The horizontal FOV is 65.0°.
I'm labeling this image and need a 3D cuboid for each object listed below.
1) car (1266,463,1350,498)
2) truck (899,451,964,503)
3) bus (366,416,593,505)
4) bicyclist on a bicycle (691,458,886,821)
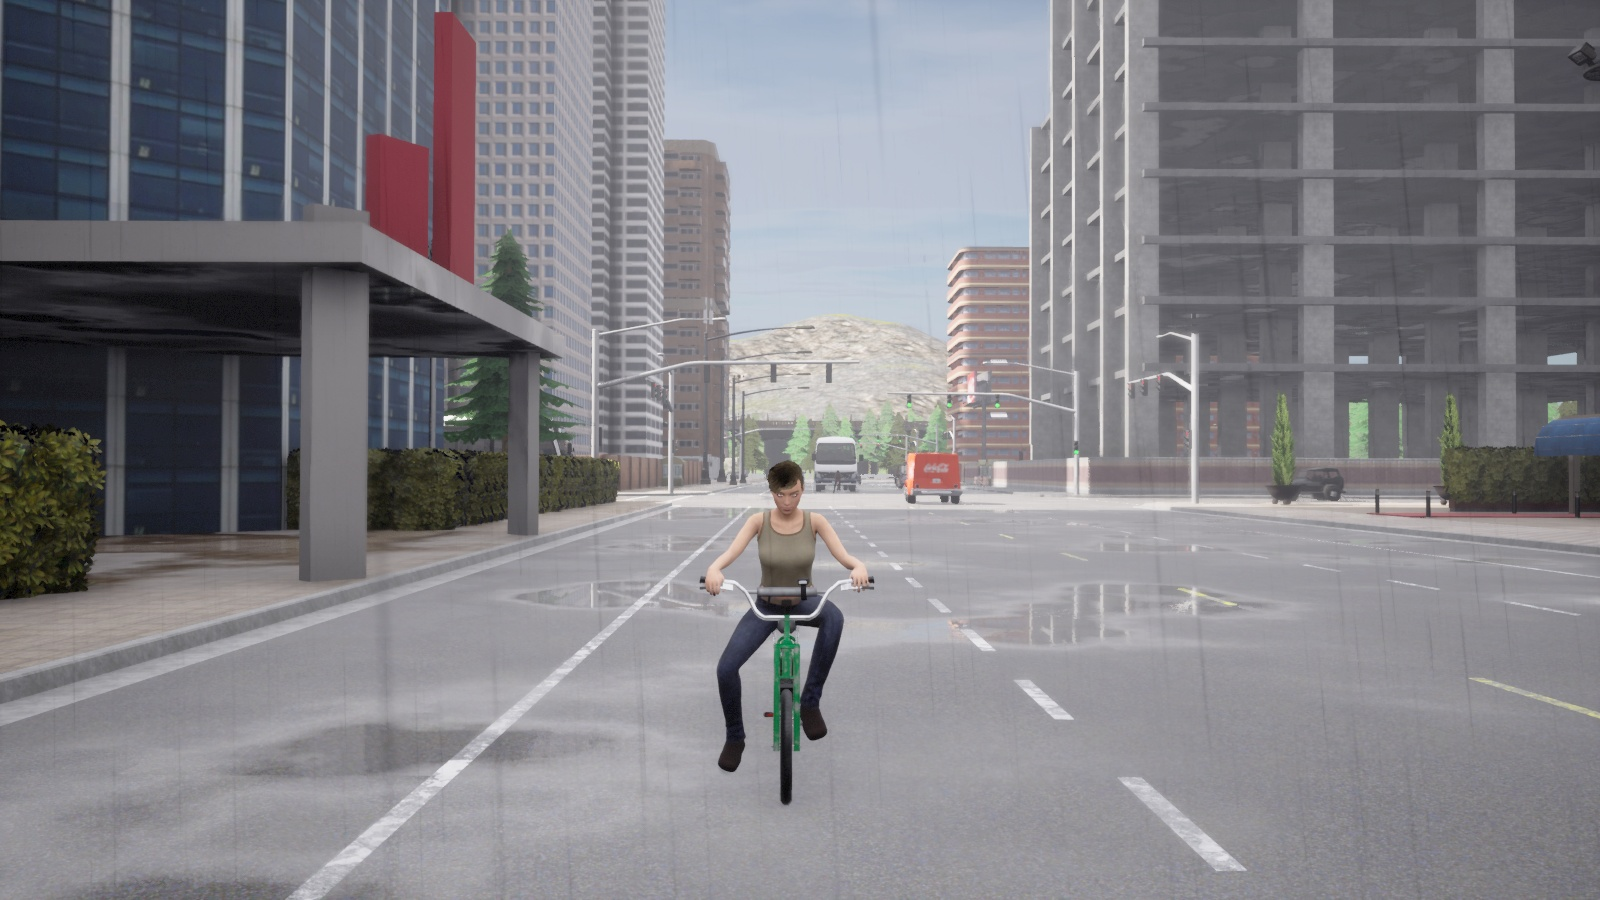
[{"bbox_3d":[28.096,1.663,69.558,3.866,1.878,1.905,0,-1,0],"label":"car"},{"bbox_3d":[6.460,1.346,62.332,2.627,2.467,5.204,0,-1,-1],"label":"truck"},{"bbox_3d":[-15.772,0.549,62.540,10.273,4.253,3.944,0,-1,0],"label":"bus"},{"bbox_3d":[-0.061,0.858,6.372,0.866,1.612,1.509,0,-1,-1],"label":"bicyclist on a bicycle"}]
